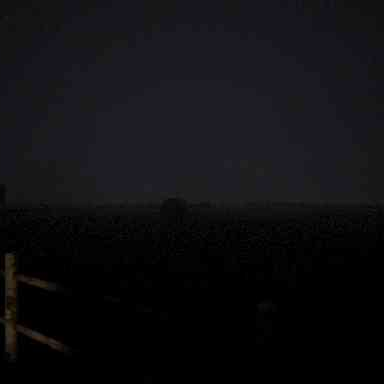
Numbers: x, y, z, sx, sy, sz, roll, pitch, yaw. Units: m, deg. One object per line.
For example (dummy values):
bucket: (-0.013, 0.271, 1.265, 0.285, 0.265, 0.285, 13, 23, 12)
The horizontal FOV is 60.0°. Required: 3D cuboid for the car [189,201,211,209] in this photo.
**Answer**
car: (1.425, 2.314, 58.817, 1.895, 1.301, 4.718, -1, -1, 35)
